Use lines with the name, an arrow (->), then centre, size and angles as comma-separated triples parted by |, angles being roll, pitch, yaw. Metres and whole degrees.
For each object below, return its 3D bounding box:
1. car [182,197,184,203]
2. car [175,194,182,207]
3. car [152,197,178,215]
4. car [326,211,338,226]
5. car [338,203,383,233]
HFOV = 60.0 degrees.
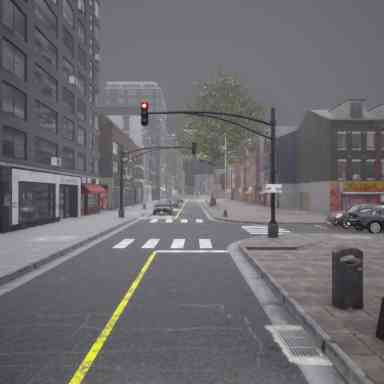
car -> -2.802, 1.384, 67.642 | 2.097, 1.767, 4.553 | 0, 0, 0
car -> -2.881, 1.506, 47.772 | 2.128, 1.511, 4.902 | 0, 0, 0
car -> -2.878, 1.554, 34.073 | 2.033, 1.411, 5.357 | 0, 0, 0
car -> 10.910, 1.515, 21.675 | 4.097, 1.590, 1.967 | 0, 0, 0
car -> 11.387, 1.574, 19.034 | 4.892, 1.490, 1.837 | 0, 0, 0
